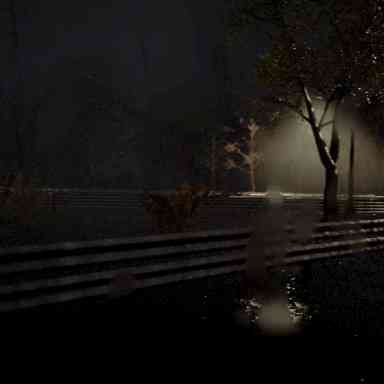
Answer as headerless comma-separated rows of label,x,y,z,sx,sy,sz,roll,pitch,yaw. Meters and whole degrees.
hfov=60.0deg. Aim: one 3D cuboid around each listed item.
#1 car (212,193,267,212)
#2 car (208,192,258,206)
car,4.515,1.048,30.511,4.718,1.301,1.895,1,2,0
car,4.514,0.796,37.506,5.357,1.411,2.033,1,2,0
